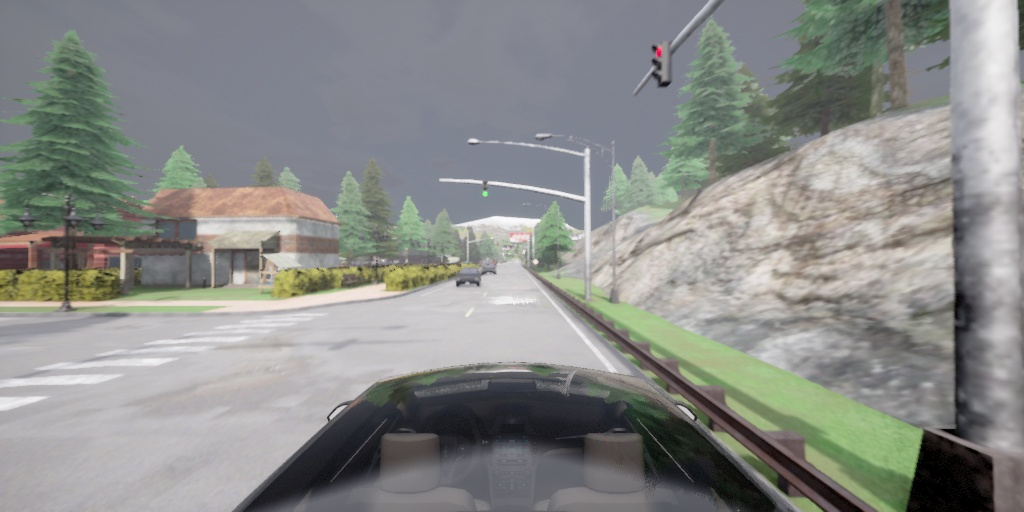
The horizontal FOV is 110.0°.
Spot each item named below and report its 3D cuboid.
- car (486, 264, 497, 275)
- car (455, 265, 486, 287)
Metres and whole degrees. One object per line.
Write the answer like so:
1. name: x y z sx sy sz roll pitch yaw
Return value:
1. car: -3.093 1.889 50.175 2.033 1.411 5.357 0 -1 1
2. car: -3.369 1.631 28.570 2.033 1.411 5.357 0 -1 -3
